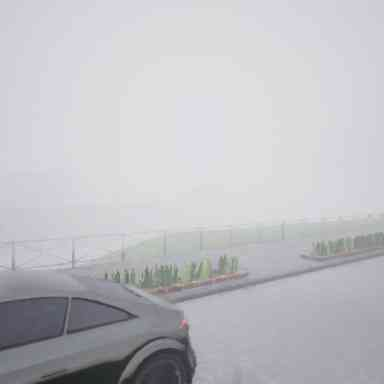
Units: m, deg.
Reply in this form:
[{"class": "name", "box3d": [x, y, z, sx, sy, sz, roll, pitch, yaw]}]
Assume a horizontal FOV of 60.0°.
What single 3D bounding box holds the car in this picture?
[{"class": "car", "box3d": [-2.009, 1.564, 3.175, 4.181, 1.385, 1.994, 0, 0, -35]}]
